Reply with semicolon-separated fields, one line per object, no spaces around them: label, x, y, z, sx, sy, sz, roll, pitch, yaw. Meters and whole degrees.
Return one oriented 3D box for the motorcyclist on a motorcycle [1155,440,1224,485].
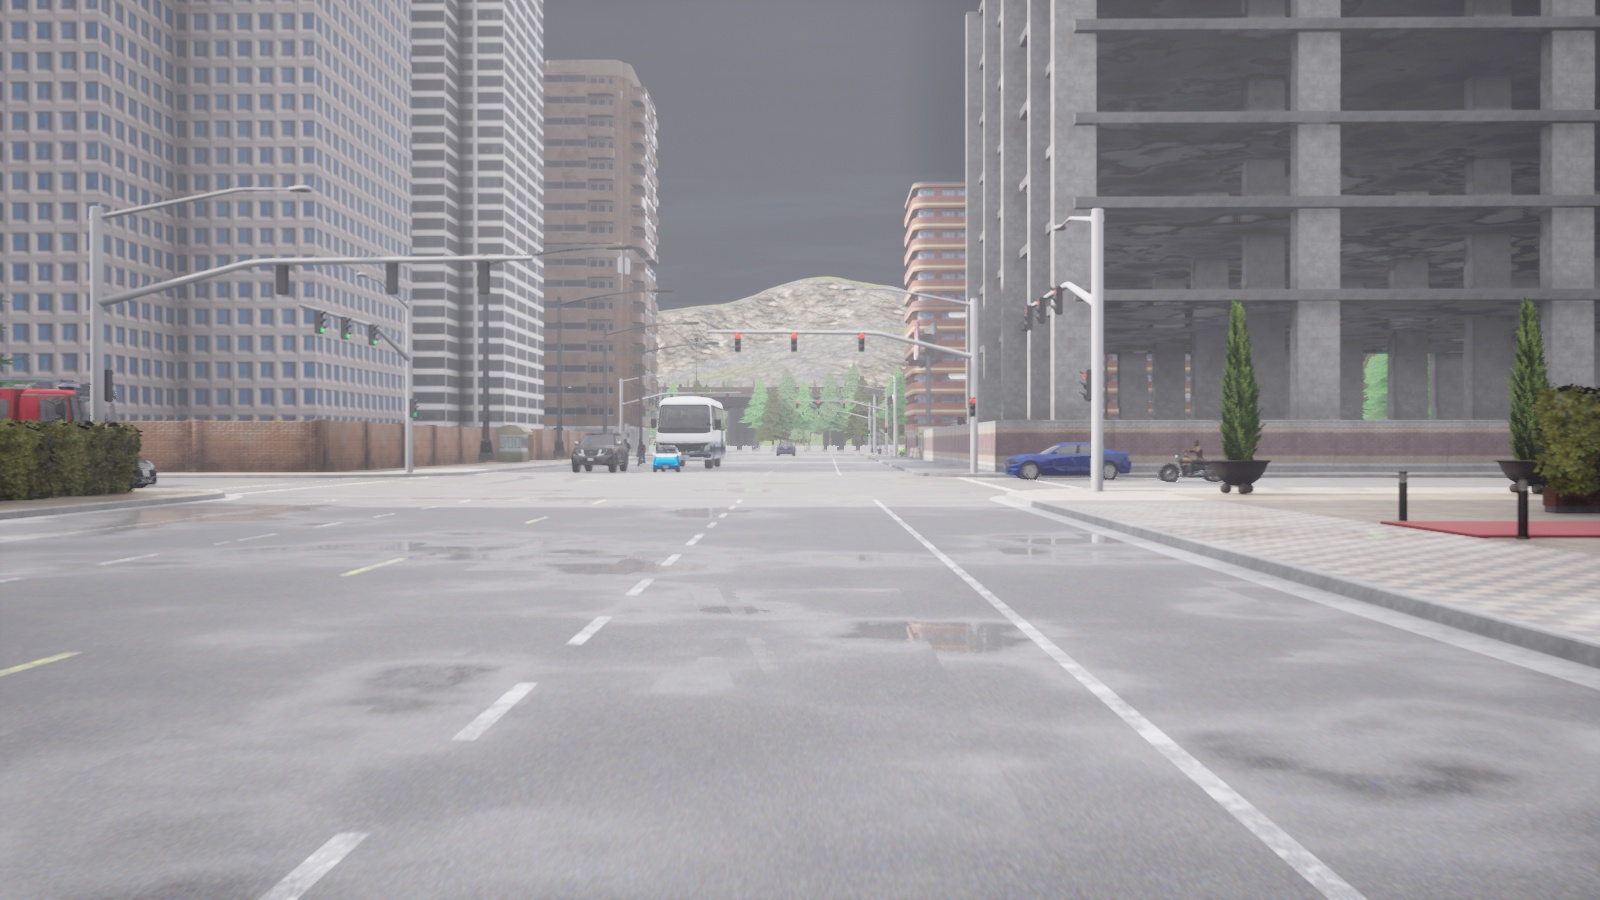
motorcyclist on a motorcycle;14.474;0.446;46.684;2.350;1.649;0.766;0;0;1

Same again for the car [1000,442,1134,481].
car;10.627;0.450;50.242;5.008;1.535;1.882;0;0;1

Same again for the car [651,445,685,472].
car;-6.782;0.432;64.543;1.481;1.376;2.207;0;0;1

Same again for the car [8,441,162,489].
car;-22.787;0.467;40.141;3.806;1.475;1.970;0;0;1

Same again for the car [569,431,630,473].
car;-10.279;0.092;64.715;2.150;2.045;5.566;0;0;1

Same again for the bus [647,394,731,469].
bus;-6.544;-1.063;75.855;3.944;4.253;10.273;0;0;1

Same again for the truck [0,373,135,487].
truck;-28.134;-0.687;43.700;8.468;3.827;2.891;0;0;1
